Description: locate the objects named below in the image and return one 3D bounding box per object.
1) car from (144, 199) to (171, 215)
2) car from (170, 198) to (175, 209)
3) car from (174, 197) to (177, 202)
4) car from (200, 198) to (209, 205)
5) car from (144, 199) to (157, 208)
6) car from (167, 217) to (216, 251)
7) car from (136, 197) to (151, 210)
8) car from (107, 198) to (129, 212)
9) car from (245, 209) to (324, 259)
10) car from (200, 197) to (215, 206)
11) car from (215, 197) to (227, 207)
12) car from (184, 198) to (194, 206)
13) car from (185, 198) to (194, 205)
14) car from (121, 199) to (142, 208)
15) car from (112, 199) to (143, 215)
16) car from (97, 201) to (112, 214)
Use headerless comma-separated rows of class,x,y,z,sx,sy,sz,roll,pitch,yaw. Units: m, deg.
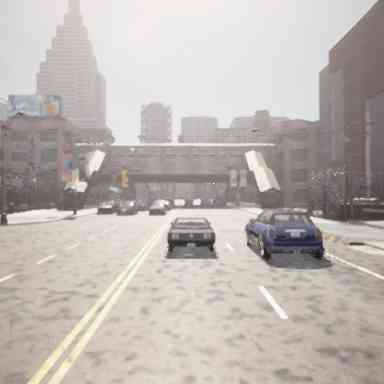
car,-3.944,1.912,39.202,2.033,1.411,5.357,0,-1,0
car,-4.028,2.004,49.327,2.033,1.411,5.357,0,0,0
car,-4.115,2.083,62.390,1.837,1.490,4.892,0,-1,0
car,2.862,2.160,77.367,1.812,1.442,4.674,0,-1,-1
car,-7.609,2.050,61.395,1.882,1.535,5.008,0,0,0
car,-0.044,1.737,14.806,1.895,1.301,4.718,0,-1,0
car,-7.523,1.801,47.908,2.097,1.767,4.553,0,-1,0
car,-10.510,1.806,47.724,2.185,1.767,4.553,0,-1,-1
car,3.459,1.470,13.287,2.097,1.767,4.553,0,-1,0
car,2.880,2.103,66.956,2.128,1.511,4.902,0,-1,0
car,6.033,2.226,69.893,1.895,1.301,4.718,0,-1,-1
car,-0.619,2.116,66.923,1.837,1.490,4.892,0,-1,0
car,-0.638,2.166,77.339,2.128,1.511,4.902,0,-1,-1
car,-10.583,2.031,58.497,2.231,1.521,4.892,0,-1,9
car,-7.446,1.857,38.790,2.128,1.511,4.902,0,-1,0
car,-10.306,1.872,41.300,2.097,1.535,5.008,0,-1,-1
